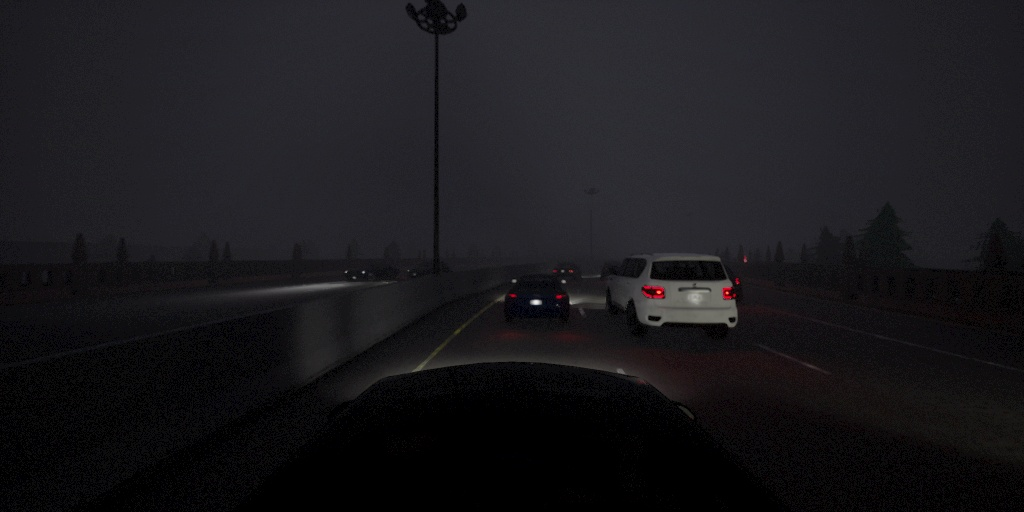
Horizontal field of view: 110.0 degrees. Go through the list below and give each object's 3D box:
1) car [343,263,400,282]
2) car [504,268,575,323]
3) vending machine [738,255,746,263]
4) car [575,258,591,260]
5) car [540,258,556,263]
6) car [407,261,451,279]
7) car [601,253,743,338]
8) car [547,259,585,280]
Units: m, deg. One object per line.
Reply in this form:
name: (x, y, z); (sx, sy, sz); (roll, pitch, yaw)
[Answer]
car: (-10.652, 1.219, 27.571); (1.895, 1.301, 4.718); (0, 0, 14)
car: (0.893, 1.275, 12.103); (1.994, 1.385, 4.181); (0, 0, 6)
vending machine: (32.941, 0.831, 51.333); (1.100, 2.100, 0.880); (0, 0, 40)
car: (10.816, 1.097, 58.774); (2.033, 1.411, 5.357); (0, 0, 28)
car: (7.026, 1.060, 65.011); (2.033, 1.411, 5.357); (0, 0, 36)
car: (-6.597, 1.128, 29.066); (1.837, 1.490, 4.892); (0, 0, 16)
car: (4.151, 0.948, 10.285); (2.150, 2.045, 5.566); (0, 0, 6)
car: (4.632, 1.198, 29.624); (2.033, 1.411, 5.357); (0, 0, 18)
